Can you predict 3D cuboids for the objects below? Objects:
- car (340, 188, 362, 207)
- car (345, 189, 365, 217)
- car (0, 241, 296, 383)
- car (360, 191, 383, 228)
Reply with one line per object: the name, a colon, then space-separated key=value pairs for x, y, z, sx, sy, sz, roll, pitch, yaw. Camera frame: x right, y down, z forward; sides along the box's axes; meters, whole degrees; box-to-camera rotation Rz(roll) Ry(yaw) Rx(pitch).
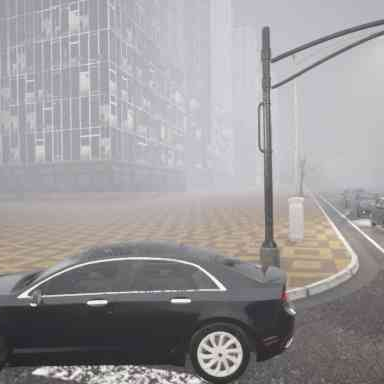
car: x=13.077 y=0.454 z=26.757 sx=2.128 sy=1.511 sz=4.902 roll=-1 pitch=2 yaw=18
car: x=11.081 y=0.759 z=20.694 sx=1.994 sy=1.385 sz=4.181 roll=-1 pitch=2 yaw=17
car: x=-1.062 y=1.505 z=4.767 sx=4.892 sy=1.490 sz=1.837 roll=0 pitch=0 yaw=0
car: x=9.030 y=0.928 z=14.400 sx=2.128 sy=1.511 sz=4.902 roll=-1 pitch=2 yaw=18
